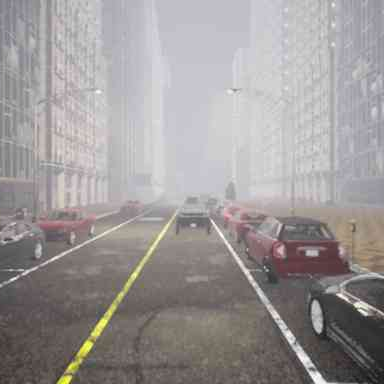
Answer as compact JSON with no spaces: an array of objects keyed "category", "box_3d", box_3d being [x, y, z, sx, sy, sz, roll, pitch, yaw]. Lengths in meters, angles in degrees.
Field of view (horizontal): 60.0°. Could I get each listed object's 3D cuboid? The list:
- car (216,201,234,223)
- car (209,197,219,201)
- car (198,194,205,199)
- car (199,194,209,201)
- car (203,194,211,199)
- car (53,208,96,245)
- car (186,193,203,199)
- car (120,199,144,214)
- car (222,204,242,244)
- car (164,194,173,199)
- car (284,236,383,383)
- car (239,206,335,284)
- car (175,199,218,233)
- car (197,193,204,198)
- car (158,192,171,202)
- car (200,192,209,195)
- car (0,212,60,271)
[{"category":"car","box_3d":[2.653,1.455,20.758,1.802,1.307,4.206,0,0,0]},{"category":"car","box_3d":[2.641,1.391,26.446,2.008,1.369,4.403,0,0,0]},{"category":"car","box_3d":[2.497,1.080,89.024,1.802,1.307,4.206,0,0,0]},{"category":"car","box_3d":[2.536,1.133,71.957,1.887,1.381,4.507,0,0,0]},{"category":"car","box_3d":[2.602,1.310,43.512,1.947,1.339,4.313,0,0,0]},{"category":"car","box_3d":[-5.714,1.463,15.071,1.887,1.381,4.507,0,0,0]},{"category":"car","box_3d":[0.011,1.266,41.226,1.837,1.490,4.892,0,0,0]},{"category":"car","box_3d":[-5.753,1.365,32.139,1.887,1.381,4.507,0,0,0]},{"category":"car","box_3d":[2.667,1.451,15.069,1.887,1.381,4.507,0,0,0]},{"category":"car","box_3d":[-5.871,1.091,83.340,2.008,1.369,4.403,0,0,0]},{"category":"car","box_3d":[2.693,1.524,3.691,2.008,1.369,4.403,0,0,0]},{"category":"car","box_3d":[2.680,1.380,9.378,1.967,1.590,4.097,0,0,0]},{"category":"car","box_3d":[0.057,1.382,18.658,2.128,1.511,4.902,0,1,0]},{"category":"car","box_3d":[2.484,1.014,94.712,1.887,1.381,4.507,0,0,0]},{"category":"car","box_3d":[-5.831,1.181,66.273,2.008,1.369,4.403,0,0,0]},{"category":"car","box_3d":[2.575,1.206,55.060,1.752,1.417,4.829,0,0,0]},{"category":"car","box_3d":[-5.701,1.503,9.383,2.008,1.369,4.403,0,0,0]}]
